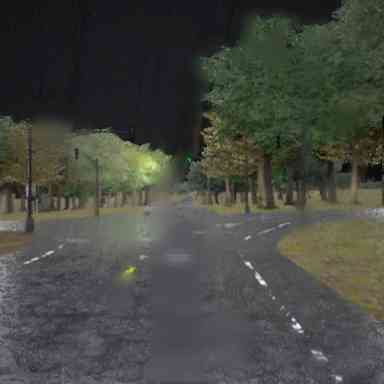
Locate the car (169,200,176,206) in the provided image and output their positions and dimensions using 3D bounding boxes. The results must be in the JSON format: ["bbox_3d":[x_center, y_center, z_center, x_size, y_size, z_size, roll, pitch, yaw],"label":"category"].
[{"bbox_3d":[-4.702,2.518,76.255,1.994,1.385,4.181,0,-1,-1],"label":"car"}]

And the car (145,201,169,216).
[{"bbox_3d":[-3.769,1.773,34.405,1.895,1.301,4.718,0,-1,-1],"label":"car"}]
